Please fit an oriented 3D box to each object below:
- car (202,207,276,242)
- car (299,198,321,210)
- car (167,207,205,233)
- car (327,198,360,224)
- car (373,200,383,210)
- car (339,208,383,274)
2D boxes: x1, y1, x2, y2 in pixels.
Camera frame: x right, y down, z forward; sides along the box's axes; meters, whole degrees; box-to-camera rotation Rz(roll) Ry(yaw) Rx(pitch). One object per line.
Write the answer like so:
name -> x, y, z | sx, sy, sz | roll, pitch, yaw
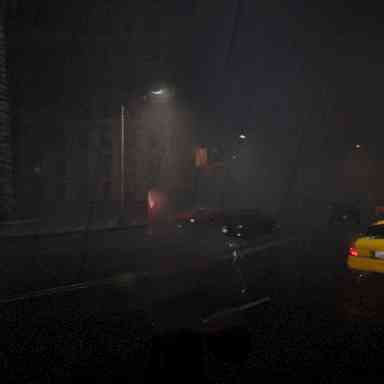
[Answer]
car -> 2.618, 1.551, 16.616 | 1.994, 1.385, 4.181 | 0, 0, 35
car -> 14.923, 1.477, 42.281 | 1.837, 1.490, 4.892 | 0, 0, 5
car -> 0.593, 1.585, 19.672 | 1.895, 1.301, 4.718 | 0, 0, 33
car -> 11.039, 1.464, 24.089 | 1.882, 1.535, 5.008 | 0, 0, 24
car -> 15.125, 1.340, 25.096 | 2.097, 1.767, 4.553 | 0, 0, 21
car -> 6.143, 1.451, 9.663 | 1.801, 1.575, 5.366 | 0, 0, 41
